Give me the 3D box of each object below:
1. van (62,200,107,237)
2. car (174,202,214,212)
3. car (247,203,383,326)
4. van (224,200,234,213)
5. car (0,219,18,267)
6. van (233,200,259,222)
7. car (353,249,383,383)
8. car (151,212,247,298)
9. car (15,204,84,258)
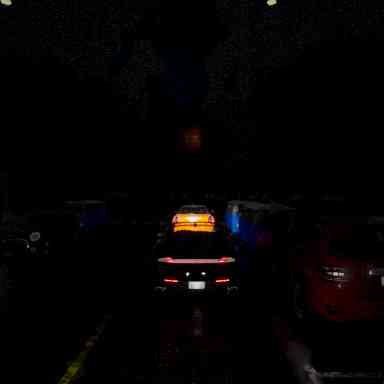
[{"bbox_3d":[-5.798,1.342,17.846,1.690,1.788,3.998,0,0,0],"label":"van"},{"bbox_3d":[0.104,1.353,17.558,2.097,1.767,4.553,0,0,1],"label":"car"},{"bbox_3d":[2.749,1.315,6.988,2.192,1.841,5.009,0,0,0],"label":"car"},{"bbox_3d":[2.727,1.342,17.863,1.690,1.788,3.998,0,0,0],"label":"van"},{"bbox_3d":[-5.776,1.525,6.801,1.752,1.417,4.829,0,0,0],"label":"car"},{"bbox_3d":[2.738,1.342,12.425,1.690,1.788,3.998,0,0,0],"label":"van"},{"bbox_3d":[2.760,1.440,1.550,1.967,1.590,4.097,0,0,0],"label":"car"},{"bbox_3d":[0.086,1.492,8.508,2.128,1.511,4.902,0,0,0],"label":"car"},{"bbox_3d":[-5.787,1.441,12.408,1.967,1.590,4.097,0,0,0],"label":"car"}]
